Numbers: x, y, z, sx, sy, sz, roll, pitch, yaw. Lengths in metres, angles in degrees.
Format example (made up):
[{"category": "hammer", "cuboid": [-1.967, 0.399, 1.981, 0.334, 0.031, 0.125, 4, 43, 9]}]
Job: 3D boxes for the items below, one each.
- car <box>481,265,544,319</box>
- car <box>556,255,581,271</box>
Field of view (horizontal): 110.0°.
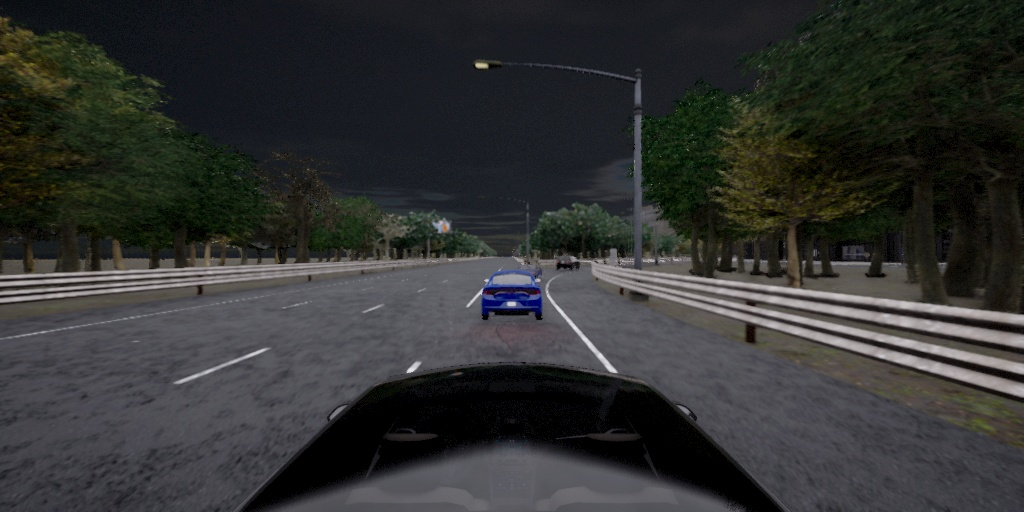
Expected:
[{"category": "car", "cuboid": [0.025, 1.236, 12.767, 1.882, 1.535, 5.008, 0, 0, 1]}, {"category": "car", "cuboid": [7.813, 0.934, 49.422, 2.150, 2.045, 5.566, 0, 0, 25]}]
